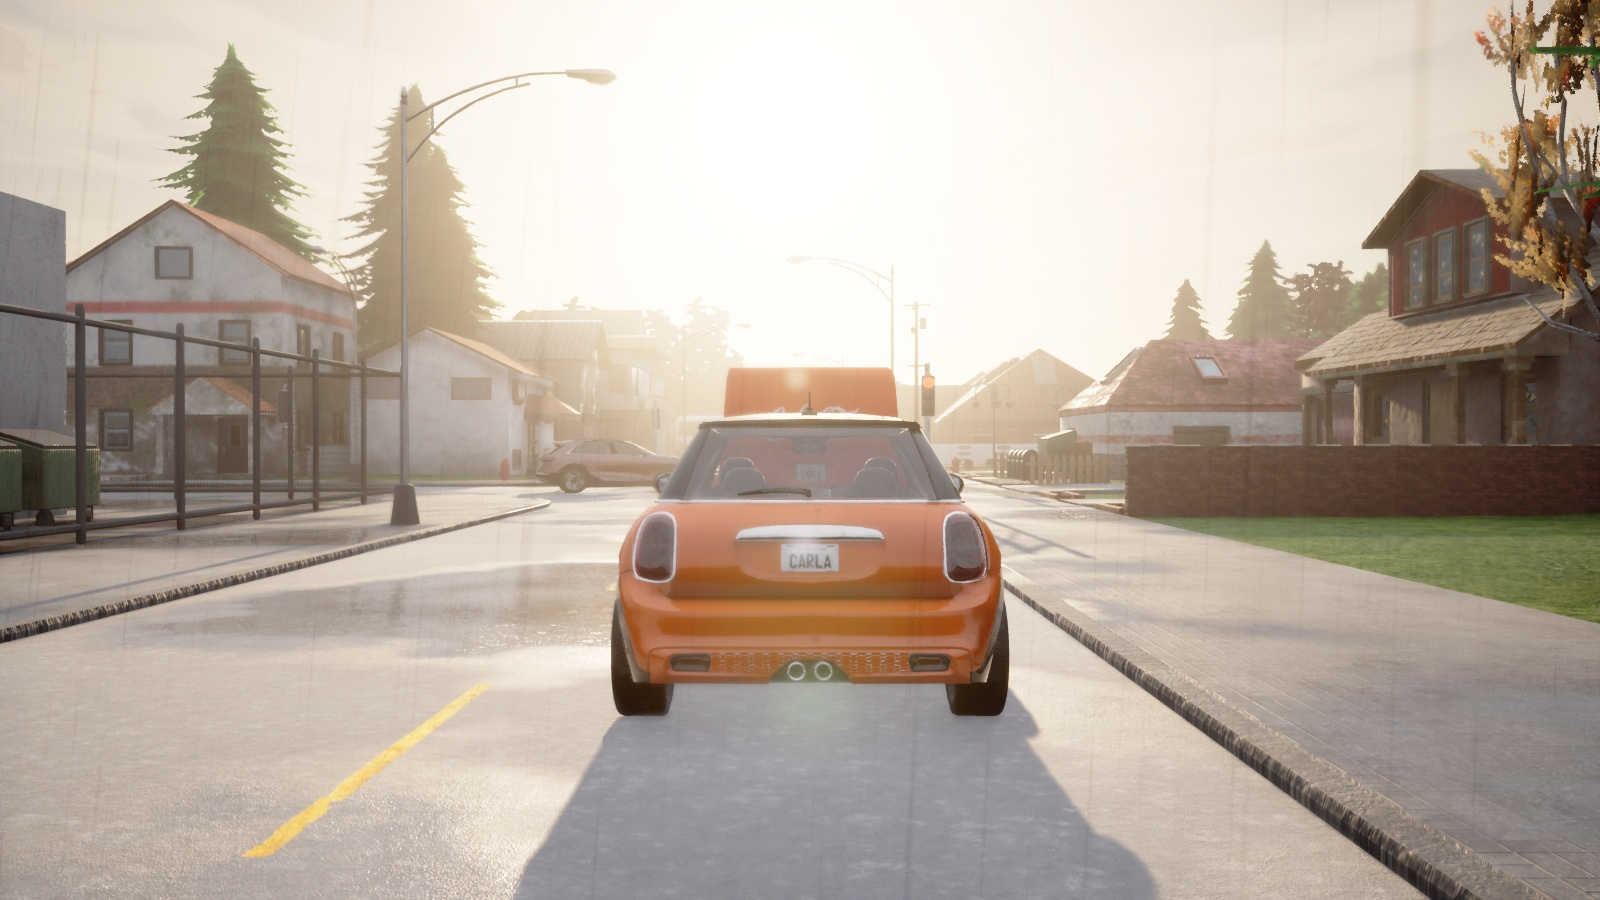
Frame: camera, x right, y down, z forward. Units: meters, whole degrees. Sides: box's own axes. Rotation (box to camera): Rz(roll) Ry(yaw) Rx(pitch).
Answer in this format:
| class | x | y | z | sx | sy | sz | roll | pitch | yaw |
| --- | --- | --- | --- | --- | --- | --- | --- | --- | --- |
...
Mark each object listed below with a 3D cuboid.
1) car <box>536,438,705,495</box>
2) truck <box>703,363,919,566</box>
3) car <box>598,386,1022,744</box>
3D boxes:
| class | x | y | z | sx | sy | sz | roll | pitch | yaw |
| --- | --- | --- | --- | --- | --- | --- | --- | --- | --- |
| car | -5.466 | 0.457 | 38.049 | 4.856 | 1.649 | 2.033 | 0 | 1 | -15 |
| truck | 0.125 | 0.159 | 17.875 | 2.627 | 2.467 | 5.204 | 0 | 0 | 0 |
| car | 0.062 | 0.557 | 8.482 | 2.097 | 1.767 | 4.553 | 0 | 0 | 0 |
